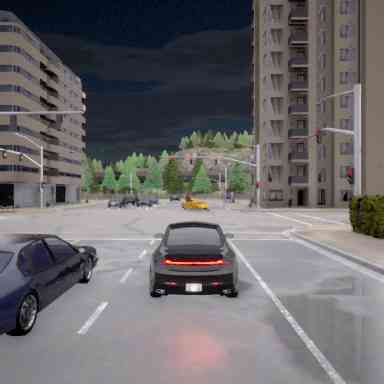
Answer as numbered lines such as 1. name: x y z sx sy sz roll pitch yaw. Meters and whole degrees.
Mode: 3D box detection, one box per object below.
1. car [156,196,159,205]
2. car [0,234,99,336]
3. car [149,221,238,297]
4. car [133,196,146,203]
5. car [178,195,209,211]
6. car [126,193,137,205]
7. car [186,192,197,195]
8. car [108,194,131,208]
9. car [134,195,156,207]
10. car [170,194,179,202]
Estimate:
1. car: -7.177 1.352 59.524 2.097 1.767 4.553 0 0 0
2. car: -3.462 1.547 6.598 2.033 1.411 5.357 0 0 0
3. car: 0.048 1.505 8.528 1.837 1.490 4.892 0 0 0
4. car: -10.634 1.564 67.489 1.994 1.385 4.181 0 0 0
5. car: 0.381 1.478 40.952 1.882 1.535 5.008 -2 1 -23
6. car: -10.679 1.221 57.455 2.150 2.045 5.566 0 0 0
7. car: -0.134 1.064 73.052 2.150 2.045 5.566 0 0 0
8. car: -10.671 1.491 47.589 2.128 1.511 4.902 0 0 0
9. car: -7.167 1.564 50.946 1.994 1.385 4.181 0 0 0
10. car: -3.634 1.194 72.985 2.097 1.767 4.553 0 0 0
